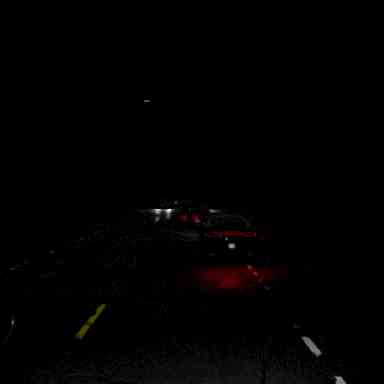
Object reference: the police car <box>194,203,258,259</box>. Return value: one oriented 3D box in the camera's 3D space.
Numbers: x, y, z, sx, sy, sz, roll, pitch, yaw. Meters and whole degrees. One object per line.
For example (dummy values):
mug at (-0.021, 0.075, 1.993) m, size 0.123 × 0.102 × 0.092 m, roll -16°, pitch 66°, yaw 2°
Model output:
police car at (1.193, 1.426, 12.671) m, size 1.930 × 1.638 × 5.238 m, roll 0°, pitch 0°, yaw 0°

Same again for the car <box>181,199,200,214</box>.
car at (-0.189, 1.533, 35.905) m, size 2.128 × 1.511 × 4.902 m, roll 0°, pitch 0°, yaw 0°

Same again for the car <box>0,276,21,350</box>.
car at (-3.609, 1.562, 3.388) m, size 1.994 × 1.385 × 4.181 m, roll 0°, pitch 0°, yaw 0°

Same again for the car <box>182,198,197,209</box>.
car at (-0.394, 1.655, 48.057) m, size 1.994 × 1.385 × 4.181 m, roll 0°, pitch 0°, yaw -1°

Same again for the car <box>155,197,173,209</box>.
car at (-3.973, 1.609, 46.381) m, size 1.812 × 1.442 × 4.674 m, roll 0°, pitch -1°, yaw -1°

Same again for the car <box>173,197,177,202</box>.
car at (-4.830, 1.934, 87.520) m, size 2.033 × 1.411 × 5.357 m, roll 0°, pitch -1°, yaw -2°
